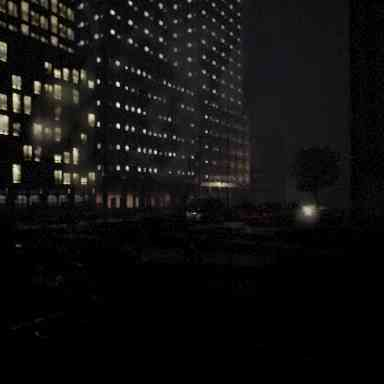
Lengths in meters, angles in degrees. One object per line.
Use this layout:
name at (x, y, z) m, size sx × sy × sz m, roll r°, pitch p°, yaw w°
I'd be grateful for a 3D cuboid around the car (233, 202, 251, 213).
car at (7.798, 2.158, 48.263) m, size 1.882 × 1.535 × 5.008 m, roll -1°, pitch -2°, yaw 37°

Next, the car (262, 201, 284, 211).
car at (13.763, 2.323, 56.488) m, size 1.882 × 1.535 × 5.008 m, roll -1°, pitch -1°, yaw 36°

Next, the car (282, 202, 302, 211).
car at (16.385, 2.366, 54.568) m, size 2.033 × 1.411 × 5.357 m, roll -1°, pitch -1°, yaw 36°

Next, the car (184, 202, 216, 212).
car at (1.300, 2.249, 50.571) m, size 2.033 × 1.411 × 5.357 m, roll -1°, pitch -1°, yaw 37°

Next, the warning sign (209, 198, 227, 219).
warning sign at (2.358, 1.462, 30.553) m, size 1.300 × 1.860 × 1.060 m, roll 1°, pitch 0°, yaw 36°

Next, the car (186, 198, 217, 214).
car at (1.591, 1.832, 45.501) m, size 2.150 × 2.045 × 5.566 m, roll -1°, pitch -1°, yaw 36°

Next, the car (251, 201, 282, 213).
car at (10.430, 2.179, 46.356) m, size 1.812 × 1.442 × 4.674 m, roll -1°, pitch -1°, yaw 37°
